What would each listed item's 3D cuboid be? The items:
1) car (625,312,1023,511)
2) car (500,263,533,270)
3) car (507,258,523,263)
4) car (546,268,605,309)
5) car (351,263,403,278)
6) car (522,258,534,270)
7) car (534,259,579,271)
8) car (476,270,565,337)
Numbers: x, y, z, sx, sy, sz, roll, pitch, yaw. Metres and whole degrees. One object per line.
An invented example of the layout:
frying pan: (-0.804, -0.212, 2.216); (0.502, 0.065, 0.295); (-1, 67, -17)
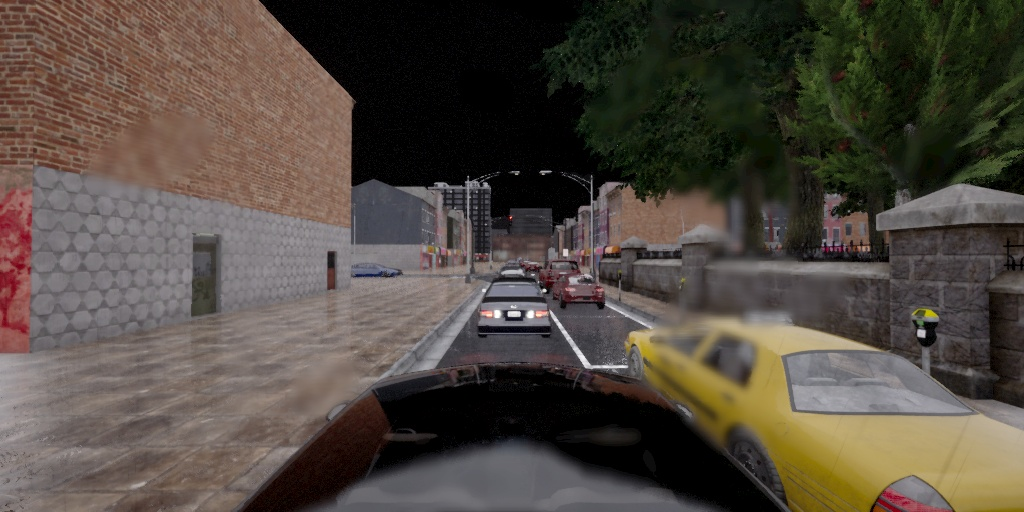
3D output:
car: (2.639, 1.276, 3.995); (1.751, 1.417, 4.829); (0, 0, 0)
car: (0.015, 1.287, 19.953); (1.812, 1.442, 4.674); (0, 0, 1)
car: (0.105, 1.304, 47.083); (2.128, 1.511, 4.902); (0, 0, 0)
car: (2.633, 1.338, 14.723); (1.802, 1.307, 4.207); (0, 0, 0)
car: (-12.497, 1.290, 31.734); (5.357, 1.411, 2.033); (0, -1, -1)
car: (2.613, 1.356, 46.601); (1.888, 1.381, 4.507); (0, 0, 0)
car: (2.629, 1.077, 20.172); (2.192, 1.841, 5.009); (0, 0, 0)
car: (0.063, 1.300, 10.241); (2.033, 1.411, 5.357); (0, 0, 0)
